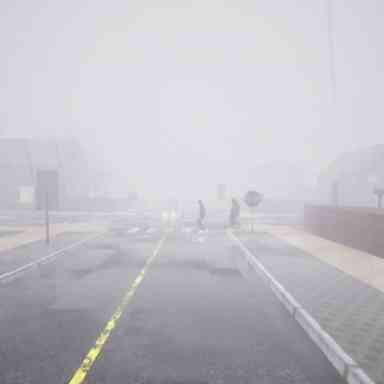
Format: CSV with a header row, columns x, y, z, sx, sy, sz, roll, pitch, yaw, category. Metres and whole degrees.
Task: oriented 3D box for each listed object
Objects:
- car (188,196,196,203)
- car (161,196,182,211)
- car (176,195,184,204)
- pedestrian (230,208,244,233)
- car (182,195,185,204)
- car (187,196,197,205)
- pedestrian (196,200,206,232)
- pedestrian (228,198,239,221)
x,y,z,sx,sy,sz,roll,pitch,yaw,category
0.027,1.813,79.395,1.837,1.490,4.892,0,-1,0,car
-2.827,1.630,42.841,2.128,1.511,4.902,0,0,0,car
-2.809,1.774,57.318,1.812,1.442,4.674,0,0,0,car
2.397,1.547,17.404,0.500,1.100,0.500,-1,1,0,pedestrian
-2.725,1.617,72.543,2.150,2.045,5.566,0,-1,0,car
0.024,1.932,69.386,1.994,1.385,4.181,0,-1,0,car
0.528,1.324,18.765,0.375,1.860,0.375,-1,1,0,pedestrian
2.337,1.170,18.163,0.375,1.860,0.375,-1,1,0,pedestrian
